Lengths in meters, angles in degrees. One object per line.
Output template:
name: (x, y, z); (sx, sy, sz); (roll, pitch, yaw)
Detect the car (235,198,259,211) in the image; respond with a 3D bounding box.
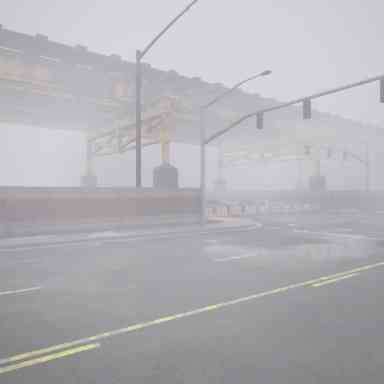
car: (6.083, 1.295, 36.427); (1.853, 1.218, 4.536); (0, 0, 18)

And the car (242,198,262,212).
car: (6.067, 1.453, 36.377); (2.038, 1.542, 4.974); (0, 0, 18)

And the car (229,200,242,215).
car: (2.321, 1.453, 33.693); (4.974, 1.542, 2.038); (0, 0, 8)

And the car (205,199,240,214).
car: (2.270, 1.295, 33.700); (4.536, 1.218, 1.853); (0, 0, 8)

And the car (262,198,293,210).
car: (9.926, 1.295, 40.130); (4.536, 1.218, 1.853); (0, 0, -7)

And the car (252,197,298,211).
car: (9.978, 1.453, 40.136); (4.974, 1.542, 2.038); (0, 0, -7)
